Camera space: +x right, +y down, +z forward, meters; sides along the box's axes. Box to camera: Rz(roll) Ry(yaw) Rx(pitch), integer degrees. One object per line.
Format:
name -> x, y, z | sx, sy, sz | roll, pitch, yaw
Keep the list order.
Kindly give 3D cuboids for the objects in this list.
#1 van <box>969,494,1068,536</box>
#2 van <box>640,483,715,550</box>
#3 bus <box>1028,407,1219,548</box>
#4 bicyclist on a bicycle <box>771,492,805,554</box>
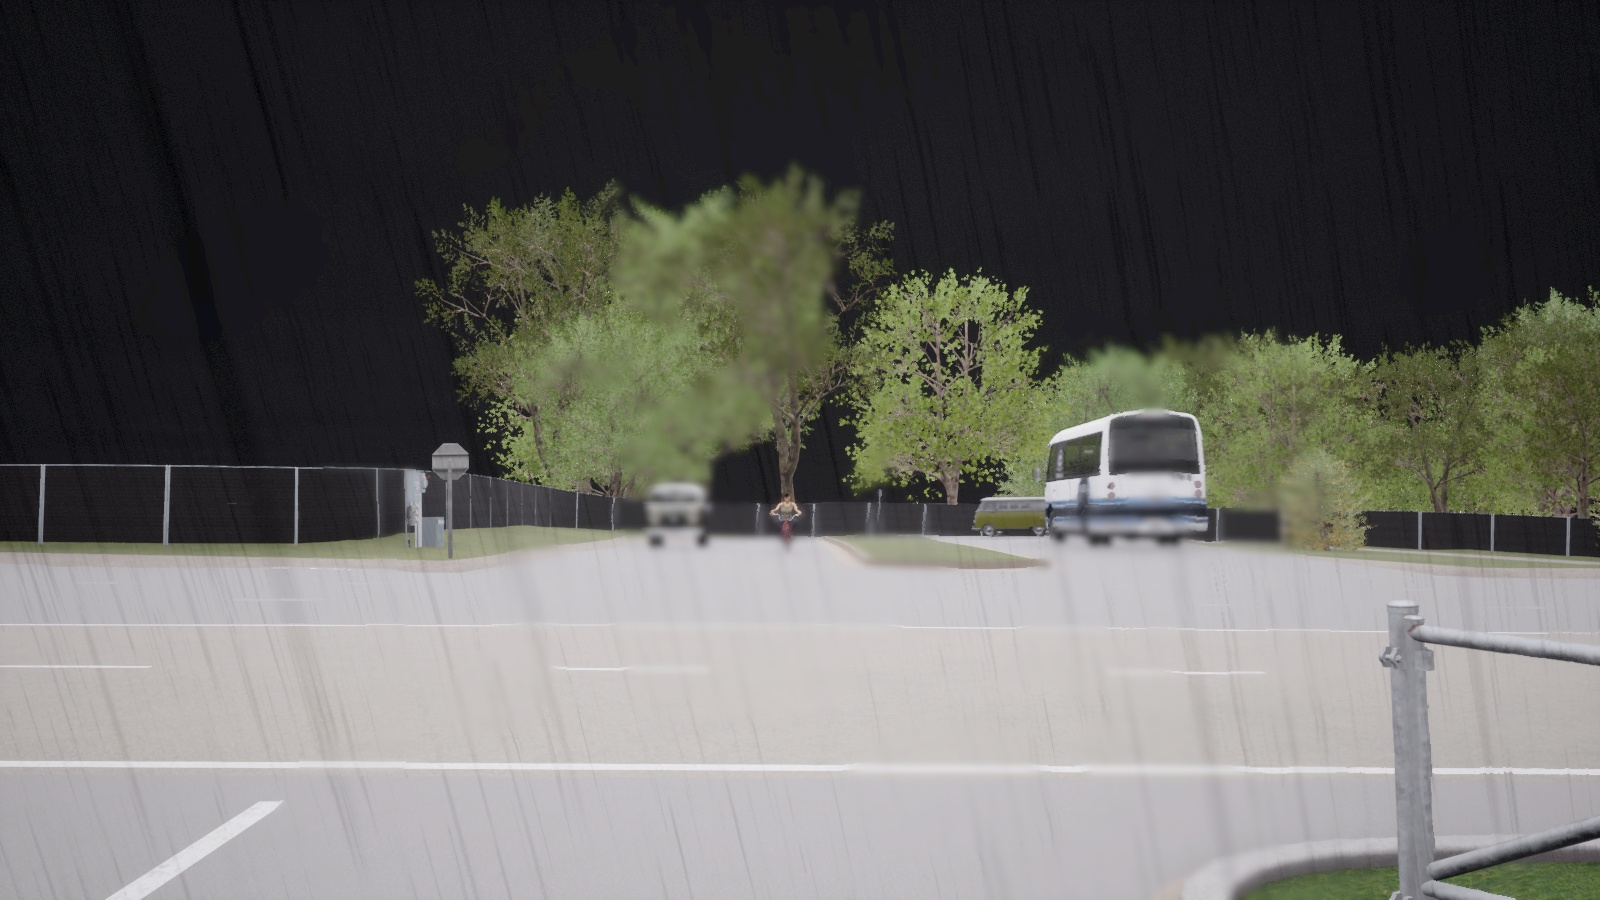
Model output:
van -> 10.840, 3.245, 62.450 | 4.442, 1.987, 1.775 | -3, -3, 28
van -> -3.947, 2.213, 41.156 | 2.069, 2.038, 4.480 | -1, -4, -1
bus -> 10.926, 1.090, 43.951 | 3.944, 4.253, 10.273 | -1, -3, 0
bicyclist on a bicycle -> -0.329, 1.935, 33.569 | 0.866, 1.612, 1.509 | -1, -3, 0
